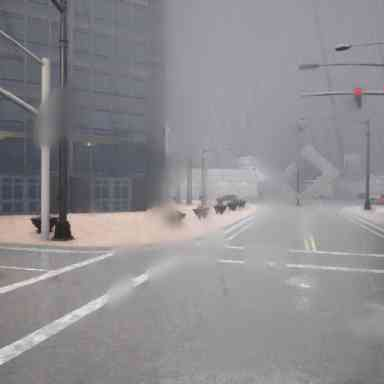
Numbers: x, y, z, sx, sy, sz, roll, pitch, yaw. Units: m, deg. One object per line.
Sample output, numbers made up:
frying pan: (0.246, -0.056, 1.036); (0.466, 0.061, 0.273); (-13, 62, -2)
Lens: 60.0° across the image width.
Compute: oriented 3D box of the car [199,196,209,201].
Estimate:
car: (2.634, 1.265, 73.907); (1.994, 1.385, 4.181); (0, 0, -3)

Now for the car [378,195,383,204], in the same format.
car: (34.733, 1.284, 57.757); (4.553, 1.767, 2.097); (0, 0, -20)

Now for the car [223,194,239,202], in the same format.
car: (7.925, 1.264, 67.433); (1.837, 1.490, 4.892); (0, 1, -24)
